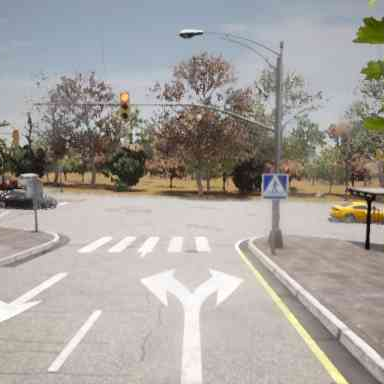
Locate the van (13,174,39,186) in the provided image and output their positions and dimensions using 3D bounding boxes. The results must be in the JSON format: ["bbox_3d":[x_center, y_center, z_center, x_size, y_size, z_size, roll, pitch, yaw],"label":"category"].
[{"bbox_3d":[-20.286,-1.218,41.254,1.878,1.987,4.442,1,5,-14],"label":"van"}]

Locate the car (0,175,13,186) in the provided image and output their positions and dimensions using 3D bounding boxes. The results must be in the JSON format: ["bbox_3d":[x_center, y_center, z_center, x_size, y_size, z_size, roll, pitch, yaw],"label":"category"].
[{"bbox_3d":[-23.255,-1.244,41.652,2.185,1.767,4.553,0,5,-13],"label":"car"}]

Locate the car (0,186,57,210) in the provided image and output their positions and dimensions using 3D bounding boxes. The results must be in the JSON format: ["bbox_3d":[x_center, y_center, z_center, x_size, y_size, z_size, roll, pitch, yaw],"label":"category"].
[{"bbox_3d":[-13.551,0.605,27.219,4.892,1.490,1.837,3,6,5],"label":"car"}]

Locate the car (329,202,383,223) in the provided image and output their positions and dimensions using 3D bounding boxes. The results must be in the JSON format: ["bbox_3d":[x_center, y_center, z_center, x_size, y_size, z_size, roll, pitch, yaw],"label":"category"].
[{"bbox_3d":[13.221,1.570,25.607,5.008,1.535,1.882,3,5,2],"label":"car"}]
